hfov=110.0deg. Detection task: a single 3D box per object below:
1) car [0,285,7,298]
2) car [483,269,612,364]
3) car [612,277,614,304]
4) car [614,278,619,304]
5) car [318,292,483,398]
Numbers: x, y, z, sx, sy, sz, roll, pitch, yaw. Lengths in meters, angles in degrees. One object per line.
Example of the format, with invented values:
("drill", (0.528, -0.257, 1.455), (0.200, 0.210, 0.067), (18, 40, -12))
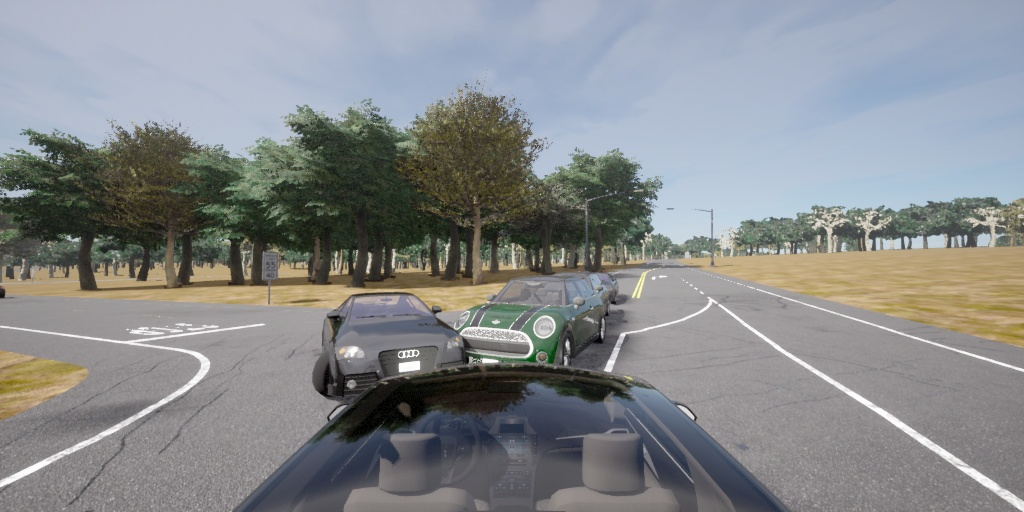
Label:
("car", (-40.859, 2.562, 27.373), (4.181, 1.385, 1.994), (-2, -3, 22))
("car", (0.618, 1.218, 7.814), (2.097, 1.767, 4.553), (-1, -2, 26))
("car", (2.025, 1.344, 12.127), (2.097, 1.767, 4.553), (-1, -1, 21))
("car", (4.218, 1.509, 17.854), (1.994, 1.385, 4.181), (-1, 0, 19))
("car", (-2.354, 1.376, 6.609), (1.994, 1.385, 4.181), (1, -2, -29))
